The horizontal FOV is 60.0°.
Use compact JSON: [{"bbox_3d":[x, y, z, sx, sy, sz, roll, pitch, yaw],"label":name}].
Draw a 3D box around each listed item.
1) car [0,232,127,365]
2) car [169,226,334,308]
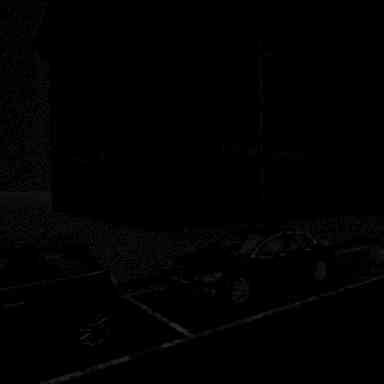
[{"bbox_3d":[-3.076,1.440,4.461,4.097,1.590,1.967,0,0,-36],"label":"car"},{"bbox_3d":[1.539,1.516,7.755,4.403,1.369,2.008,0,0,-36],"label":"car"}]
